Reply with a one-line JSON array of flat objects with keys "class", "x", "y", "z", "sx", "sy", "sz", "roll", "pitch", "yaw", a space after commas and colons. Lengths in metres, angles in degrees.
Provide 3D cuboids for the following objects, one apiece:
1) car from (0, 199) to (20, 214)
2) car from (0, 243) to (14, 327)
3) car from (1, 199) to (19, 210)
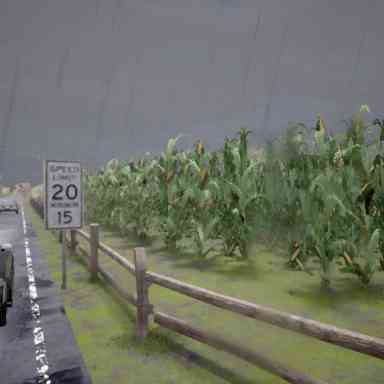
[{"class": "car", "x": -19.051, "y": 1.535, "z": 34.573, "sx": 2.033, "sy": 1.411, "sz": 5.357, "roll": 0, "pitch": 0, "yaw": -27}, {"class": "car", "x": -4.598, "y": 1.561, "z": 6.466, "sx": 1.994, "sy": 1.385, "sz": 4.181, "roll": 0, "pitch": 0, "yaw": -27}, {"class": "car", "x": -23.648, "y": 1.587, "z": 43.349, "sx": 1.895, "sy": 1.301, "sz": 4.718, "roll": 0, "pitch": 0, "yaw": -27}]
